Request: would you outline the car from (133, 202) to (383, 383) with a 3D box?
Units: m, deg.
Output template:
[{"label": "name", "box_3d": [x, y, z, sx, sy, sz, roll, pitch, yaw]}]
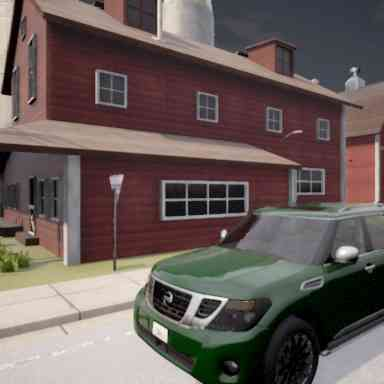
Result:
[{"label": "car", "box_3d": [1.861, 1.221, 5.374, 5.566, 2.045, 2.150, 0, 0, -37]}]
